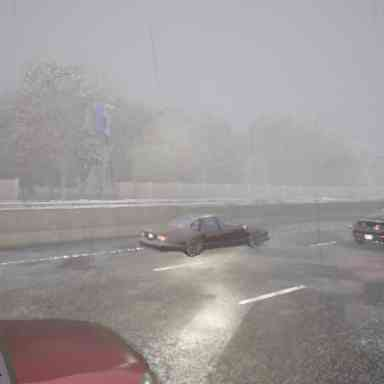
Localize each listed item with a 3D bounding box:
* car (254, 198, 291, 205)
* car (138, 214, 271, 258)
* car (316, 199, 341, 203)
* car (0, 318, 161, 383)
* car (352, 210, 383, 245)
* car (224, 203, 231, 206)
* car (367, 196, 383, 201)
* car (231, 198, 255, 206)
[{"bbox_3d":[9.290,1.582,36.412,4.181,1.385,1.994,0,0,-35],"label":"car"},{"bbox_3d":[0.643,1.548,12.806,5.357,1.411,2.033,0,0,-35],"label":"car"},{"bbox_3d":[14.714,1.503,35.982,5.008,1.535,1.882,0,0,-35],"label":"car"},{"bbox_3d":[-2.220,1.564,2.159,4.181,1.385,1.994,0,0,-36],"label":"car"},{"bbox_3d":[8.860,1.509,14.374,4.892,1.490,1.837,0,0,-36],"label":"car"},{"bbox_3d":[6.415,1.621,42.960,4.718,1.301,1.895,0,0,-35],"label":"car"},{"bbox_3d":[35.226,1.504,63.423,5.008,1.535,1.882,0,0,-36],"label":"car"},{"bbox_3d":[7.339,1.523,39.319,4.892,1.490,1.837,0,0,-35],"label":"car"}]
